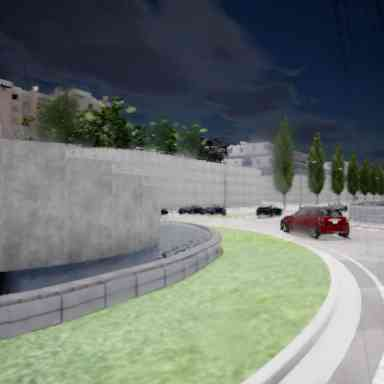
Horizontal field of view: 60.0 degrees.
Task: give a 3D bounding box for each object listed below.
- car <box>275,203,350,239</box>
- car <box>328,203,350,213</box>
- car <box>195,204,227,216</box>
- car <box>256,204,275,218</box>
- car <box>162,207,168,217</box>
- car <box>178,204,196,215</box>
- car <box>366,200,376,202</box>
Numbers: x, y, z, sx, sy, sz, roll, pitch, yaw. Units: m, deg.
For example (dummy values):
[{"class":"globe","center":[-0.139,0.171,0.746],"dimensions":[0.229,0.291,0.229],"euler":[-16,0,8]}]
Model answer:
[{"class":"car","center":[7.062,1.657,19.557],"dimensions":[2.097,1.767,4.553],"euler":[0,-1,-13]},{"class":"car","center":[22.066,2.308,49.867],"dimensions":[1.994,1.385,4.181],"euler":[-1,-1,37]},{"class":"car","center":[2.823,2.334,43.797],"dimensions":[1.994,1.385,4.181],"euler":[-1,-1,38]},{"class":"car","center":[8.974,2.117,38.136],"dimensions":[2.128,1.511,4.902],"euler":[-1,-1,33]},{"class":"car","center":[-5.134,2.203,37.431],"dimensions":[4.902,1.511,2.128],"euler":[-1,-1,20]},{"class":"car","center":[0.012,2.391,45.880],"dimensions":[1.994,1.385,4.181],"euler":[-1,-1,39]},{"class":"car","center":[38.499,2.486,71.676],"dimensions":[1.994,1.385,4.181],"euler":[-1,-1,37]}]
